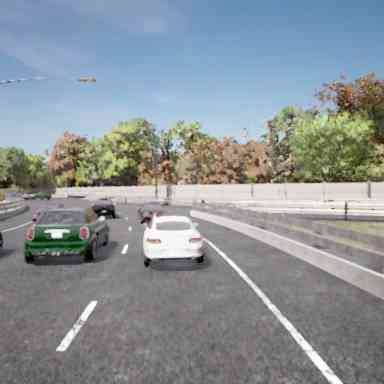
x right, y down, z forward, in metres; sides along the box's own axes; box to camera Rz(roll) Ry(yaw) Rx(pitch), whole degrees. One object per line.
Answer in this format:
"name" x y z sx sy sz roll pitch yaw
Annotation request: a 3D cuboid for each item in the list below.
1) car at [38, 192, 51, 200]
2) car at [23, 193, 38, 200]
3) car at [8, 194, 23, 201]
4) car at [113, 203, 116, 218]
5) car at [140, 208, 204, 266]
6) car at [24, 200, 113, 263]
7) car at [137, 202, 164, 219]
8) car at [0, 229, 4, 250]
"car" -37.734 0.969 83.904 5.566 2.045 2.150 0 0 40
"car" -40.482 1.344 81.588 4.718 1.301 1.895 0 0 40
"car" -42.780 1.246 78.947 5.008 1.535 1.882 0 0 40
"car" -7.808 1.410 29.411 1.882 1.535 5.008 0 0 -16
"car" -0.715 1.490 11.425 1.812 1.442 4.674 0 0 -6
"car" -4.349 1.327 12.220 2.097 1.767 4.553 0 0 -7
"car" -3.041 1.476 24.972 2.033 1.411 5.357 0 0 -13
"car" -7.619 1.489 10.194 2.128 1.511 4.902 0 0 -6
